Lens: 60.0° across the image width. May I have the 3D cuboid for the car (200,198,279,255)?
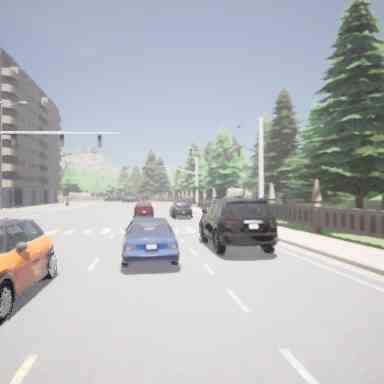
[{"bbox_3d":[1.727,1.284,13.847,2.150,2.045,5.566,0,-1,-8],"label":"car"}]

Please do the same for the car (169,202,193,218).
[{"bbox_3d":[-1.111,1.674,32.216,2.128,1.511,4.902,0,0,-9],"label":"car"}]

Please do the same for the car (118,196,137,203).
[{"bbox_3d":[-17.205,2.114,88.834,1.812,1.442,4.674,0,0,-35],"label":"car"}]

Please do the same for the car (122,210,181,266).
[{"bbox_3d":[-1.523,1.623,11.969,2.033,1.411,5.357,0,0,-8],"label":"car"}]

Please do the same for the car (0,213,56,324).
[{"bbox_3d":[-4.483,1.420,7.065,2.097,1.767,4.553,0,0,-8],"label":"car"}]

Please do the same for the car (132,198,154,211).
[{"bbox_3d":[-4.811,1.701,33.222,1.882,1.535,5.008,-1,0,-9],"label":"car"}]
